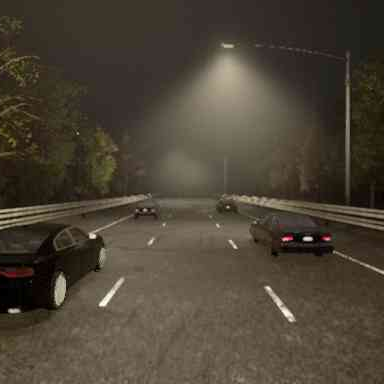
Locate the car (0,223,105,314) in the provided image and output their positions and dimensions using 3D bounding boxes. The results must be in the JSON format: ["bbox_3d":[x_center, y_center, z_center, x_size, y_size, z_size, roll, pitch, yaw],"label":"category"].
[{"bbox_3d":[-3.427,1.443,7.694,1.882,1.535,5.008,0,1,0],"label":"car"}]

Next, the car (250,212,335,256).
[{"bbox_3d":[3.564,1.488,12.780,2.033,1.411,5.357,0,0,0],"label":"car"}]

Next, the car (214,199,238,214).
[{"bbox_3d":[3.376,1.401,33.488,1.994,1.385,4.181,0,0,-1],"label":"car"}]

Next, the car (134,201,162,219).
[{"bbox_3d":[-3.551,1.415,27.452,2.033,1.411,5.357,0,0,-1],"label":"car"}]
